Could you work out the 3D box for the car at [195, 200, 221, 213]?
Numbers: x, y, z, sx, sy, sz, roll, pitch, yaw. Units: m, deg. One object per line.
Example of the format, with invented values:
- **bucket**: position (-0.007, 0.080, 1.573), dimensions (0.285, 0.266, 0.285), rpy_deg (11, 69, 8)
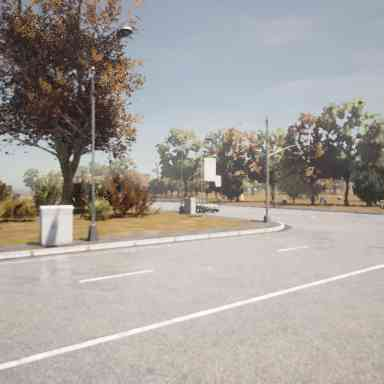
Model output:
- **car**: position (1.187, 1.598, 36.573), dimensions (1.895, 1.301, 4.718), rpy_deg (0, 0, -32)
